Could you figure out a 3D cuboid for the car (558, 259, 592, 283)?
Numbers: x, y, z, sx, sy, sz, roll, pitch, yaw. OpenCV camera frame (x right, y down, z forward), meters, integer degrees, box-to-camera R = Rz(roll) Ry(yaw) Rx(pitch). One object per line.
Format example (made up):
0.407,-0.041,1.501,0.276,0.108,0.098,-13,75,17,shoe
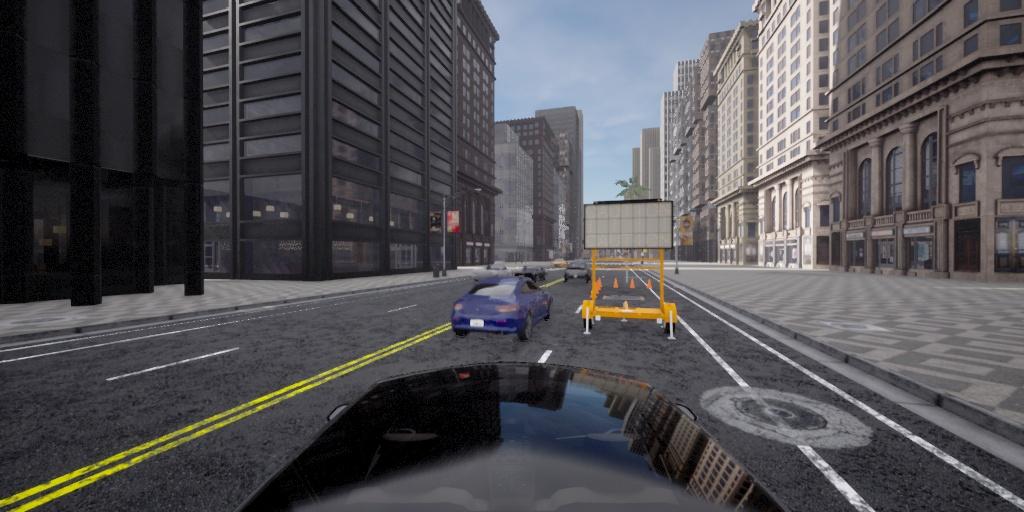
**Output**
5.264,1.243,28.037,2.128,1.511,4.902,0,0,16,car

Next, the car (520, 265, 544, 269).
1.403,1.352,27.152,1.895,1.301,4.718,0,0,16,car

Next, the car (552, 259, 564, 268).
8.055,1.247,60.964,1.882,1.535,5.008,0,0,17,car

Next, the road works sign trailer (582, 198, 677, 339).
3.282,0.213,10.250,2.380,3.560,2.880,0,0,17,road works sign trailer

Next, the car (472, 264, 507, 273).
-1.529,1.352,28.698,1.895,1.301,4.718,0,0,16,car

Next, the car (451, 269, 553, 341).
-0.096,1.275,9.926,1.812,1.442,4.674,0,0,17,car

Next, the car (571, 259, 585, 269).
10.946,1.271,59.319,1.837,1.490,4.892,0,1,16,car
